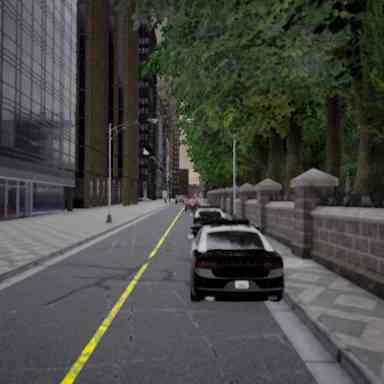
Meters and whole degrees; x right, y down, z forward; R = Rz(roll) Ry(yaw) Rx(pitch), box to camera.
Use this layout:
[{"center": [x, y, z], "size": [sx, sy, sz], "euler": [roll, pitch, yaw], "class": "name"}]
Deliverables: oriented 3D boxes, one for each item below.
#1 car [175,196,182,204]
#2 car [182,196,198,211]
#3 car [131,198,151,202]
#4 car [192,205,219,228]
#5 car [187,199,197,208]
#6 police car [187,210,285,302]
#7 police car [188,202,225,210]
[{"center": [-2.929, 1.907, 79.789], "size": [2.150, 2.045, 5.566], "euler": [0, -1, 0], "class": "car"}, {"center": [0.076, 1.726, 46.002], "size": [2.097, 1.767, 4.553], "euler": [0, -1, 1], "class": "car"}, {"center": [-14.556, 2.299, 92.885], "size": [4.403, 1.369, 2.008], "euler": [0, -2, 0], "class": "car"}, {"center": [0.922, 1.720, 24.511], "size": [1.812, 1.442, 4.674], "euler": [0, 0, 0], "class": "car"}, {"center": [0.054, 2.031, 60.753], "size": [1.812, 1.442, 4.674], "euler": [0, -1, 0], "class": "car"}, {"center": [0.907, 1.494, 8.618], "size": [1.930, 1.638, 5.238], "euler": [0, 0, 0], "class": "police car"}, {"center": [0.916, 1.572, 18.620], "size": [1.930, 1.638, 5.238], "euler": [0, 0, 0], "class": "police car"}]
